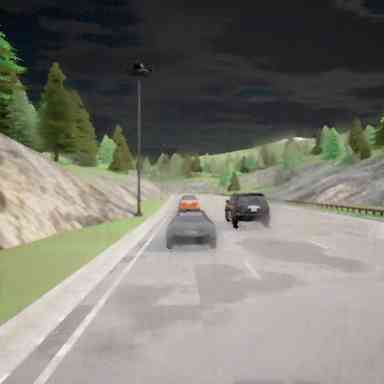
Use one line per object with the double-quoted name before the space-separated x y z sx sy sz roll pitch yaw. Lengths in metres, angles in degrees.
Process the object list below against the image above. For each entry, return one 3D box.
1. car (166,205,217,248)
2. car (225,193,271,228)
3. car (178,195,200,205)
"car" -0.029 1.456 14.278 1.994 1.385 4.181 0 0 0
"car" 3.412 1.057 21.141 2.150 2.045 5.566 0 1 -1
"car" -0.330 1.099 33.477 2.097 1.767 4.553 0 0 -2
